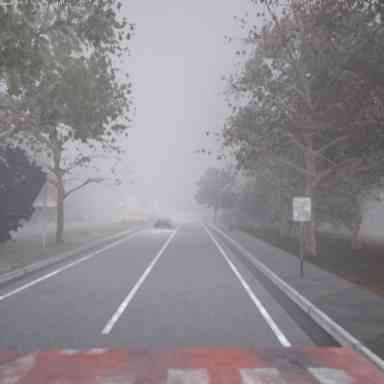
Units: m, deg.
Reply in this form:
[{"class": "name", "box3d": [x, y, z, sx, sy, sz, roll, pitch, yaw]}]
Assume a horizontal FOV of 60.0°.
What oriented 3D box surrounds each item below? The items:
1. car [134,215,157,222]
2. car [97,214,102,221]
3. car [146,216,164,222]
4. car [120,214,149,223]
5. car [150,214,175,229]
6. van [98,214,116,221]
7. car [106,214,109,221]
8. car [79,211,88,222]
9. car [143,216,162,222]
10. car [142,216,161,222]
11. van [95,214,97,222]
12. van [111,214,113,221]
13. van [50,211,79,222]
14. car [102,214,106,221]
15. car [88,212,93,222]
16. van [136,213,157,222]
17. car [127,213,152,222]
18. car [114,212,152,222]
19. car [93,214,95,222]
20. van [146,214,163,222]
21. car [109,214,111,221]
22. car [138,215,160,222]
[{"class": "car", "box3d": [-10.360, 5.951, 74.228, 4.674, 1.452, 2.002, 0, -5, 0]}, {"class": "car", "box3d": [-23.404, 5.716, 74.445, 4.553, 1.767, 2.185, 0, -5, 0]}, {"class": "car", "box3d": [-10.388, 7.556, 93.601, 4.792, 1.488, 2.163, 0, -5, 0]}, {"class": "car", "box3d": [-10.361, 4.785, 60.405, 4.892, 1.521, 2.231, 0, -4, 0]}, {"class": "car", "box3d": [-3.354, 3.556, 38.993, 1.895, 1.301, 4.718, 0, -3, 0]}, {"class": "van", "box3d": [-23.320, 6.998, 91.017, 4.442, 1.987, 1.878, 0, -5, 0]}, {"class": "car", "box3d": [-23.432, 6.301, 79.957, 5.008, 1.535, 2.097, 0, -5, 0]}, {"class": "car", "box3d": [-23.461, 4.677, 63.416, 5.566, 2.045, 2.435, 0, -4, 0]}, {"class": "car", "box3d": [-10.361, 7.105, 88.061, 4.674, 1.452, 2.002, 0, -5, 0]}, {"class": "car", "box3d": [-10.328, 6.864, 85.294, 4.792, 1.488, 2.163, 0, -5, 0]}, {"class": "van", "box3d": [-23.551, 5.384, 71.693, 4.442, 1.987, 1.878, 0, -5, 0]}, {"class": "van", "box3d": [-23.553, 6.536, 85.497, 4.442, 1.987, 1.878, 0, -5, 0]}, {"class": "van", "box3d": [-23.551, 4.478, 60.531, 4.442, 1.987, 1.878, 0, -4, 0]}, {"class": "car", "box3d": [-23.431, 6.060, 77.071, 5.008, 1.535, 2.097, 0, -5, 0]}, {"class": "car", "box3d": [-23.250, 5.150, 66.156, 5.366, 1.575, 1.946, 0, -5, 0]}, {"class": "van", "box3d": [-10.472, 5.916, 77.017, 4.442, 1.987, 1.878, 0, -5, 0]}, {"class": "car", "box3d": [-10.386, 5.097, 65.946, 4.553, 1.767, 2.185, 0, -5, 0]}, {"class": "car", "box3d": [-10.170, 4.576, 57.644, 5.366, 1.575, 1.946, 0, -4, 0]}, {"class": "car", "box3d": [-23.429, 5.381, 68.913, 4.892, 1.521, 2.231, 0, -5, 0]}, {"class": "van", "box3d": [-10.240, 7.071, 90.850, 4.442, 1.987, 1.878, 0, -5, 0]}, {"class": "car", "box3d": [-23.431, 6.532, 82.717, 4.892, 1.521, 2.231, 0, -5, 0]}, {"class": "car", "box3d": [-10.363, 6.373, 79.765, 5.008, 1.535, 2.097, 0, -5, 0]}]
